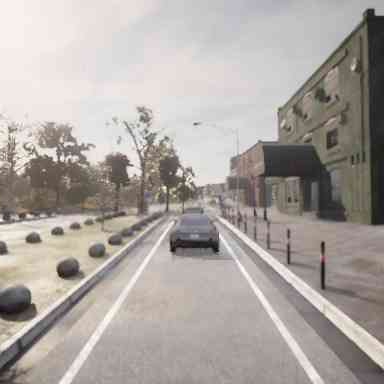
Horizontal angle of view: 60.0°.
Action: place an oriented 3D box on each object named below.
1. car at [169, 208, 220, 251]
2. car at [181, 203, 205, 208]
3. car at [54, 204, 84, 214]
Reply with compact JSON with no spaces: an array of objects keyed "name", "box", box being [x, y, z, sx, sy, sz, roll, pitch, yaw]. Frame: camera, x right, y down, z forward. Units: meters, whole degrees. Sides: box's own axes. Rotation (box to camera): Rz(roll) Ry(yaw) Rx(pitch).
[{"name":"car","box":[0.092,1.607,14.239,1.994,1.385,4.181,0,0,0]},{"name":"car","box":[0.104,1.703,28.952,2.128,1.511,4.902,0,-1,1]},{"name":"car","box":[-18.130,2.466,49.040,4.181,1.385,1.994,2,-3,-44]}]
